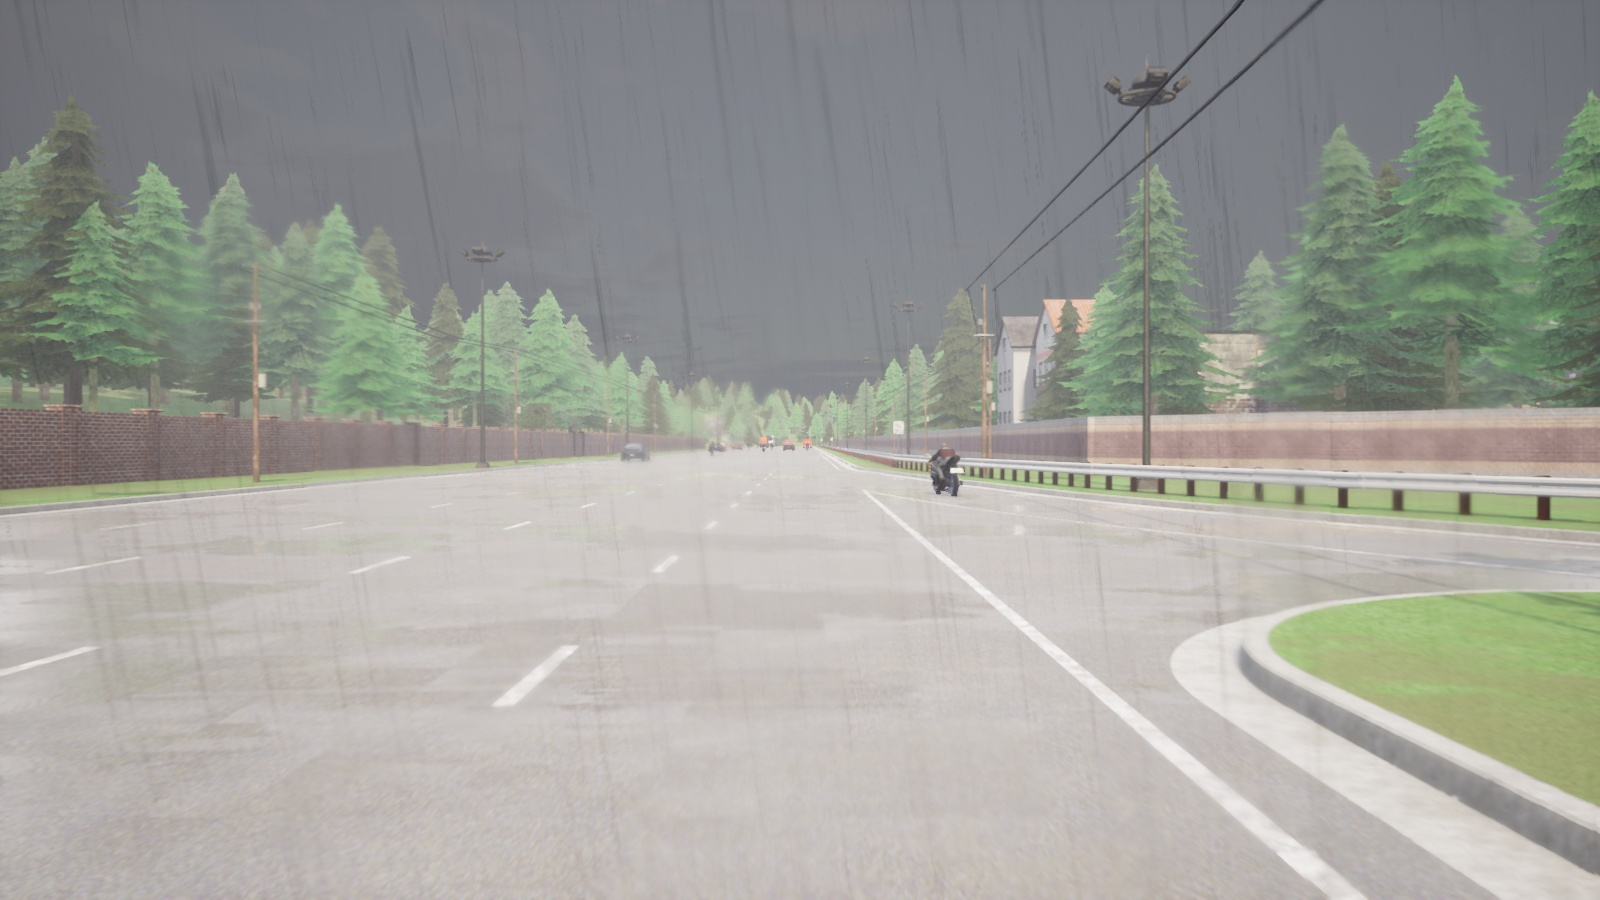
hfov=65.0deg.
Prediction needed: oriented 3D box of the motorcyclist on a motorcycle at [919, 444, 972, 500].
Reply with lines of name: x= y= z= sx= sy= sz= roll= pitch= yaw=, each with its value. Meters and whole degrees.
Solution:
motorcyclist on a motorcycle: x=4.080 y=0.585 z=35.416 sx=0.866 sy=1.530 sz=2.191 roll=0 pitch=0 yaw=-10
